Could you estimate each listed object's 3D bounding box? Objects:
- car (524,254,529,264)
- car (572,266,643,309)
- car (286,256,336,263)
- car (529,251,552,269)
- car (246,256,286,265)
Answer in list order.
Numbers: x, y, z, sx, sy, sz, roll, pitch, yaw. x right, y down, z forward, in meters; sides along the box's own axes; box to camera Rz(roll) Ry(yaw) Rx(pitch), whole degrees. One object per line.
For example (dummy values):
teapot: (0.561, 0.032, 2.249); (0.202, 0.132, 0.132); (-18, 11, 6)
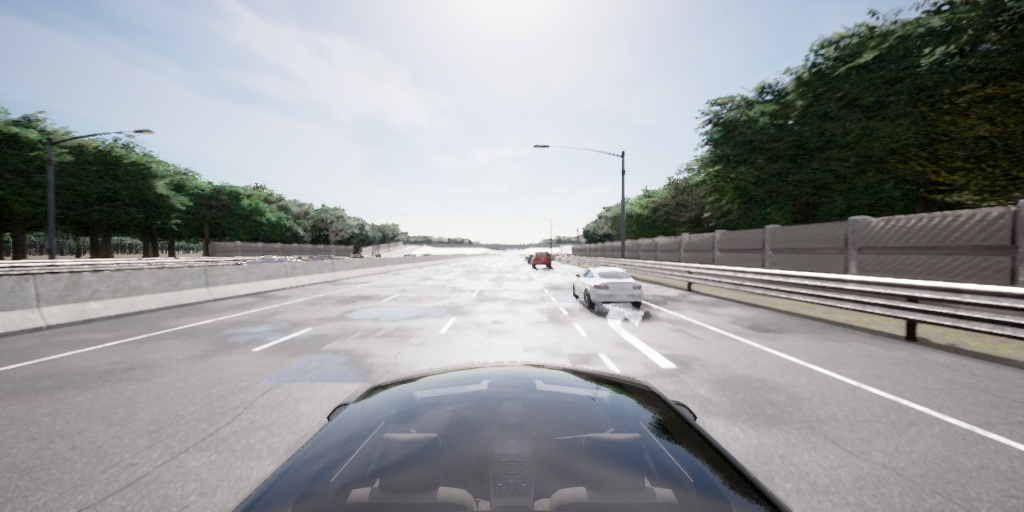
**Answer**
car: (3.611, 0.388, 60.050); (2.097, 1.767, 4.553); (0, 1, 0)
car: (3.505, 1.118, 13.741); (1.812, 1.442, 4.674); (0, 1, 0)
car: (-17.550, 0.928, 31.914); (1.994, 1.385, 4.181); (0, 1, 0)
car: (3.548, 0.450, 43.469); (2.150, 2.045, 5.566); (0, 1, 0)
car: (-21.048, 0.915, 31.607); (2.033, 1.411, 5.357); (0, 1, 1)
